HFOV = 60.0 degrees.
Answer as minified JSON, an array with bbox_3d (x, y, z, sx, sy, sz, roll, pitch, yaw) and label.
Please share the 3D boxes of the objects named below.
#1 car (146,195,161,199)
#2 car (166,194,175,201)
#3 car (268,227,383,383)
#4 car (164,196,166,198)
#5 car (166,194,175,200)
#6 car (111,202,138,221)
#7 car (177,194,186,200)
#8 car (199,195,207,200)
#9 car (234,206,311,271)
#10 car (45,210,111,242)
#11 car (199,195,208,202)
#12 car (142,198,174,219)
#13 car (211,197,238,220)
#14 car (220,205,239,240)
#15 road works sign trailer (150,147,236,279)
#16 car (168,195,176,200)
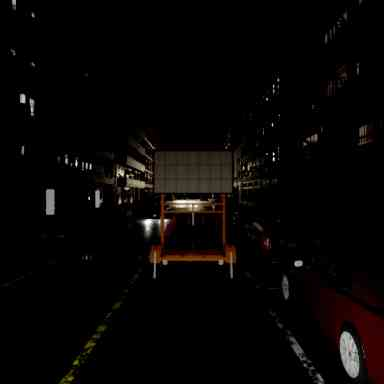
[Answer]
[{"bbox_3d":[-5.591,1.432,44.698,1.967,1.590,4.097,0,0,0],"label":"car"},{"bbox_3d":[-5.503,1.415,84.152,1.967,1.590,4.097,0,0,0],"label":"car"},{"bbox_3d":[2.703,1.545,5.221,1.887,1.381,4.507,0,0,0],"label":"car"},{"bbox_3d":[-5.577,1.305,50.335,2.192,1.841,5.009,0,0,0],"label":"car"},{"bbox_3d":[-5.515,1.293,78.516,2.192,1.841,5.009,0,0,0],"label":"car"},{"bbox_3d":[-5.628,1.523,27.618,1.752,1.417,4.829,0,0,0],"label":"car"},{"bbox_3d":[-2.802,1.193,89.727,2.150,2.045,5.566,0,0,0],"label":"car"},{"bbox_3d":[2.890,1.517,89.766,1.887,1.381,4.507,0,0,0],"label":"car"},{"bbox_3d":[2.716,1.440,10.858,1.967,1.590,4.097,0,0,0],"label":"car"},{"bbox_3d":[-5.653,1.565,16.515,1.947,1.339,4.313,0,0,0],"label":"car"},{"bbox_3d":[2.865,1.503,78.664,1.752,1.417,4.829,0,0,0],"label":"car"},{"bbox_3d":[-3.033,1.544,29.718,2.033,1.411,5.357,0,0,0],"label":"car"},{"bbox_3d":[2.754,1.312,27.766,2.192,1.841,5.009,0,0,0],"label":"car"},{"bbox_3d":[2.728,1.550,16.493,2.008,1.369,4.403,0,0,0],"label":"car"},{"bbox_3d":[0.037,0.464,10.013,2.380,3.560,2.880,0,0,0],"label":"road works sign trailer"},{"bbox_3d":[-5.491,1.517,89.789,1.887,1.381,4.507,0,0,0],"label":"car"}]
